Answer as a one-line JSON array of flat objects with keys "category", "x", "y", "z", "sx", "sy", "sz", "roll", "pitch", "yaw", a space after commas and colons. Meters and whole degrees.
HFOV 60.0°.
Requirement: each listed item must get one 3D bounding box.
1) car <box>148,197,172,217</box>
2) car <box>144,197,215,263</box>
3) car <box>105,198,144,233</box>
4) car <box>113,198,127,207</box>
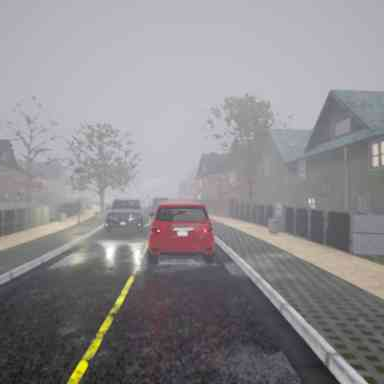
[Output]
[{"category": "car", "x": -3.600, "y": 1.581, "z": 36.689, "sx": 2.150, "sy": 2.045, "sz": 5.566, "roll": 0, "pitch": 0, "yaw": -11}, {"category": "car", "x": -0.456, "y": 1.354, "z": 12.683, "sx": 2.150, "sy": 2.045, "sz": 5.566, "roll": 0, "pitch": 0, "yaw": -4}, {"category": "car", "x": -4.204, "y": 1.431, "z": 21.451, "sx": 2.150, "sy": 2.045, "sz": 5.566, "roll": 0, "pitch": -1, "yaw": -7}, {"category": "car", "x": -13.893, "y": 1.997, "z": 64.108, "sx": 2.097, "sy": 1.767, "sz": 4.553, "roll": 1, "pitch": -1, "yaw": -19}]
